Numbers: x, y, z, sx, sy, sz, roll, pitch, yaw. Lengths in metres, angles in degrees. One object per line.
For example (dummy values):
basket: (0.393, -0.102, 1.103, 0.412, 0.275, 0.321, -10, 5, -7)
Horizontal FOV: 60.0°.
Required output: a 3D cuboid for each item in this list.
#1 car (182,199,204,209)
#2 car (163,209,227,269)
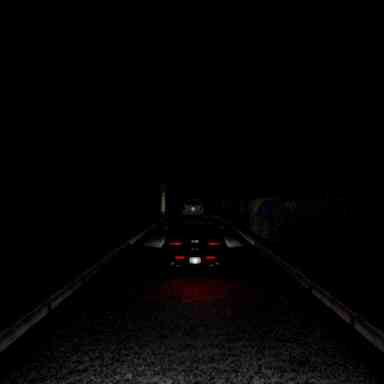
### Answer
car: (0.102, 1.792, 34.557, 2.150, 2.045, 5.566, 0, -2, 0)
car: (0.089, 1.569, 11.278, 1.837, 1.490, 4.892, 0, 0, 0)
